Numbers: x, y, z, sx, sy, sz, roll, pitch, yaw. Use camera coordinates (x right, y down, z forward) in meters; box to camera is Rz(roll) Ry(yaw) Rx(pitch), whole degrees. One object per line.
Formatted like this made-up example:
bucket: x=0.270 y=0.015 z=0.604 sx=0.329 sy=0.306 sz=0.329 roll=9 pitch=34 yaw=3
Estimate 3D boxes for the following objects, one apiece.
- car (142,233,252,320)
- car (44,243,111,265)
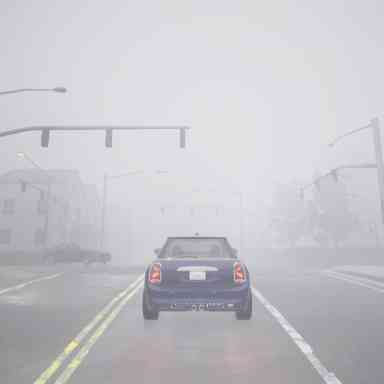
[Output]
car: x=0.102 y=1.809 z=8.254 sx=2.097 sy=1.767 sz=4.553 roll=0 pitch=-7 yaw=0
car: x=-8.033 y=4.367 z=23.448 sx=5.008 sy=1.535 sz=1.882 roll=-5 pitch=-14 yaw=21
